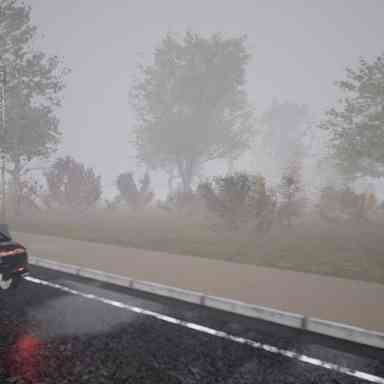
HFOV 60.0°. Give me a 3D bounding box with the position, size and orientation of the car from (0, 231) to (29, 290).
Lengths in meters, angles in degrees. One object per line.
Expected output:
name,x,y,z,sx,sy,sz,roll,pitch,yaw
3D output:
car,-5.757,1.455,7.776,4.902,1.511,2.128,0,0,35
